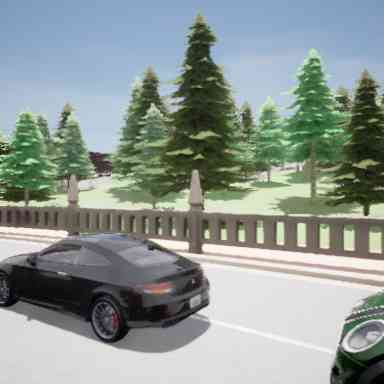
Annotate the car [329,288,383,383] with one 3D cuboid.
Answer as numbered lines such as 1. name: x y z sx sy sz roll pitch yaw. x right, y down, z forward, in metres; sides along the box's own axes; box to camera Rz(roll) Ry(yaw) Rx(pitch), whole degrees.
1. car: 3.581 1.334 2.635 4.553 1.767 2.097 0 0 36

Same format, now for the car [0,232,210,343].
1. car: -1.893 1.509 6.342 4.674 1.442 1.812 0 0 32
